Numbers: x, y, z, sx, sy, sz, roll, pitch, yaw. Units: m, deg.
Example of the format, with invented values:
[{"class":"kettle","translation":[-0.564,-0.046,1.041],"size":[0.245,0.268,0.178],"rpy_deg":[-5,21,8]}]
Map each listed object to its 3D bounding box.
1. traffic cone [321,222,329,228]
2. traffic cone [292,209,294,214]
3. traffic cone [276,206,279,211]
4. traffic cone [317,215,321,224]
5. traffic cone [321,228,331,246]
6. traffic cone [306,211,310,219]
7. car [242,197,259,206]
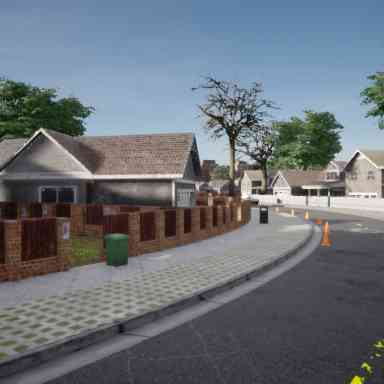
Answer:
[{"class":"traffic cone","translation":[7.459,1.923,18.357],"size":[0.340,0.580,0.340],"rpy_deg":[0,0,19]},{"class":"traffic cone","translation":[9.794,1.876,32.235],"size":[0.340,0.580,0.340],"rpy_deg":[0,0,0]},{"class":"traffic cone","translation":[9.493,1.862,36.937],"size":[0.340,0.580,0.340],"rpy_deg":[0,0,-7]},{"class":"traffic cone","translation":[8.770,1.906,22.882],"size":[0.340,0.580,0.340],"rpy_deg":[0,0,13]},{"class":"traffic cone","translation":[5.635,1.938,14.013],"size":[0.340,0.580,0.340],"rpy_deg":[0,0,26]},{"class":"traffic cone","translation":[9.552,1.890,27.529],"size":[0.340,0.580,0.340],"rpy_deg":[0,0,6]},{"class":"car","translation":[8.582,1.469,50.833],"size":[1.895,1.301,4.718],"rpy_deg":[0,0,-13]}]
